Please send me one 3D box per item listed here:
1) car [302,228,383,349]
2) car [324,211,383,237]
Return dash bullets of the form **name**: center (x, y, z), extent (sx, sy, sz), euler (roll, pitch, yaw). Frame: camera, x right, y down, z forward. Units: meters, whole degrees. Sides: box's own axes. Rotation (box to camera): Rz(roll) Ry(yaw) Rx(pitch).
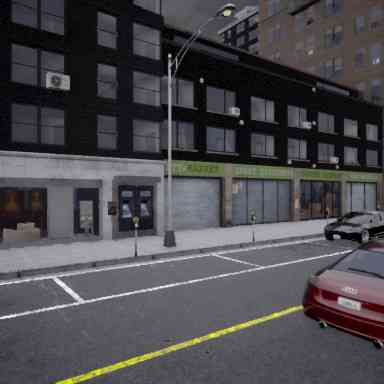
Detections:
- **car**: center (3.881, 1.565, 5.927), extent (4.181, 1.385, 1.994), euler (0, 0, -36)
- **car**: center (8.036, 1.566, 15.630), extent (4.313, 1.339, 1.947), euler (0, 0, -36)
